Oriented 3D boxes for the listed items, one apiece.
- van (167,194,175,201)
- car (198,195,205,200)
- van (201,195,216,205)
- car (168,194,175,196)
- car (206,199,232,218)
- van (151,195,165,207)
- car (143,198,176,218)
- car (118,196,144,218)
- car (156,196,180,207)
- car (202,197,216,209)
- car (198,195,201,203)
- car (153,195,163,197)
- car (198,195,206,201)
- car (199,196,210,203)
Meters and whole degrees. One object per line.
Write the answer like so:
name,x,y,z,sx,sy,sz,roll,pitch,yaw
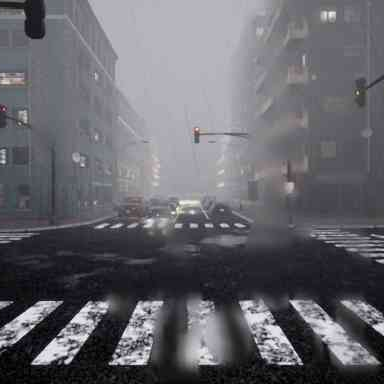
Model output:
van,-5.345,1.300,85.695,1.690,1.788,3.998,0,0,0
car,2.532,1.498,91.251,1.887,1.381,4.507,0,0,0
van,2.550,1.329,46.835,1.690,1.788,3.998,0,0,0
car,-2.858,1.511,50.860,1.812,1.442,4.674,0,0,0
car,2.556,1.562,30.179,1.947,1.339,4.313,0,0,0
van,-5.333,1.325,52.383,1.690,1.788,3.998,0,0,0
car,-2.861,1.543,30.496,2.033,1.411,5.357,0,0,0
car,-5.324,1.311,30.175,2.192,1.841,5.009,0,0,0
car,-2.862,1.539,40.608,2.033,1.411,5.357,0,0,0
car,2.552,1.573,41.283,1.802,1.307,4.206,0,0,0
car,2.545,1.421,57.938,1.967,1.590,4.097,0,0,0
car,-5.331,1.532,46.831,1.887,1.381,4.507,0,0,0
car,2.534,1.504,85.699,1.887,1.381,4.507,0,0,0
car,2.541,1.525,69.043,2.008,1.369,4.403,0,0,0
